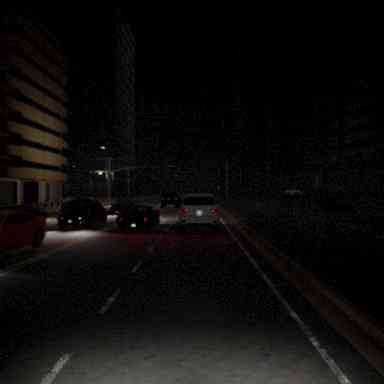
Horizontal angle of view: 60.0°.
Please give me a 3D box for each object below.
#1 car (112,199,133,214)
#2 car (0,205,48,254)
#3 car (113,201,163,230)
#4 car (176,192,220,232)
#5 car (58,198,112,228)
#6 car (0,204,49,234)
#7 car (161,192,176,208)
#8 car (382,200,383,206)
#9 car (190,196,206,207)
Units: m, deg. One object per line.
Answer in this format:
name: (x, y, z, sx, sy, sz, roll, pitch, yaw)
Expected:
car: (-6.482, 1.339, 31.508, 2.033, 1.411, 5.357, 0, 0, 1)
car: (-6.913, 1.392, 11.631, 1.882, 1.535, 5.008, 0, 0, 1)
car: (-3.072, 1.471, 19.931, 1.895, 1.301, 4.718, 0, 0, 1)
car: (0.423, 1.100, 19.527, 2.150, 2.045, 5.566, 0, 0, 1)
car: (-6.738, 1.362, 20.901, 1.837, 1.490, 4.892, 0, 0, 1)
car: (-10.273, 1.462, 19.201, 1.895, 1.301, 4.718, 0, 0, 1)
car: (-2.733, 0.949, 43.148, 2.150, 2.045, 5.566, 0, 1, 2)
car: (26.264, 1.176, 42.753, 1.970, 1.475, 3.806, 0, 0, 1)
car: (0.816, 1.285, 45.143, 1.994, 1.385, 4.181, 0, 0, 2)
